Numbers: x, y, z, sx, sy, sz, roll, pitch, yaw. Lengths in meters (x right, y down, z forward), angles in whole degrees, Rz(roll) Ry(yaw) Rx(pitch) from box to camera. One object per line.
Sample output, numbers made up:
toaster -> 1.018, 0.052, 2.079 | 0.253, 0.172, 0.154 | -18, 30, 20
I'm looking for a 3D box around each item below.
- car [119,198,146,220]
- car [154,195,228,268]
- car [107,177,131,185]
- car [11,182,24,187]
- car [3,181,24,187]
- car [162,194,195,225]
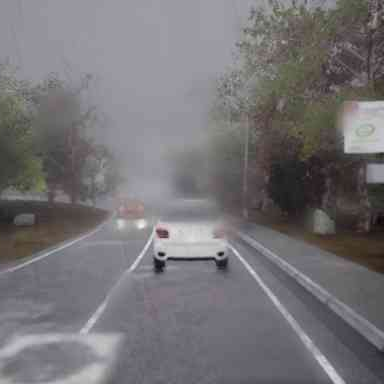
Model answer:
car -> -5.174, 1.405, 29.165 | 2.097, 1.767, 4.553 | -1, 1, -8
car -> -0.073, 1.260, 11.513 | 2.150, 2.045, 5.566 | 0, 0, -1
car -> -20.797, -3.021, 92.855 | 5.566, 2.045, 2.150 | 1, 5, 16
car -> -42.367, -1.953, 82.265 | 2.128, 1.511, 4.902 | 2, 4, 19
car -> -45.115, -2.069, 84.138 | 1.994, 1.385, 4.181 | 2, 4, 24
car -> -1.233, 1.272, 26.691 | 2.150, 2.045, 5.566 | -1, 1, -7
